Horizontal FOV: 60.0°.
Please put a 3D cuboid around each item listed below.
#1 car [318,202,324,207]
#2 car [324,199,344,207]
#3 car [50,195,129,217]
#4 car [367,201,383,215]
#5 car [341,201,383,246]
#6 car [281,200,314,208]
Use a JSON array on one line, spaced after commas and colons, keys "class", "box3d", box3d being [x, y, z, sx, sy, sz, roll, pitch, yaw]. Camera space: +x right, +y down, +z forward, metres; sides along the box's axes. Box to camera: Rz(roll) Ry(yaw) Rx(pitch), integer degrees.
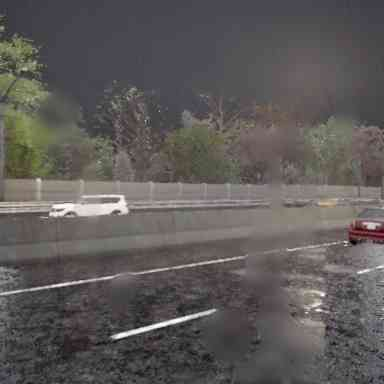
[{"class": "car", "box3d": [18.150, 1.633, 42.714, 5.008, 1.535, 1.882, 0, 0, -35]}, {"class": "car", "box3d": [17.946, 1.691, 38.284, 5.357, 1.411, 2.033, 0, 0, -35]}, {"class": "car", "box3d": [-7.405, 1.249, 24.506, 5.566, 2.045, 2.150, 0, 0, -35]}, {"class": "car", "box3d": [21.219, 1.714, 36.310, 4.181, 1.385, 1.994, 0, 0, -35]}, {"class": "car", "box3d": [8.784, 1.406, 14.312, 4.553, 1.767, 2.097, 0, 0, -35]}, {"class": "car", "box3d": [13.986, 1.744, 44.048, 4.718, 1.301, 1.895, 0, 0, -35]}]
